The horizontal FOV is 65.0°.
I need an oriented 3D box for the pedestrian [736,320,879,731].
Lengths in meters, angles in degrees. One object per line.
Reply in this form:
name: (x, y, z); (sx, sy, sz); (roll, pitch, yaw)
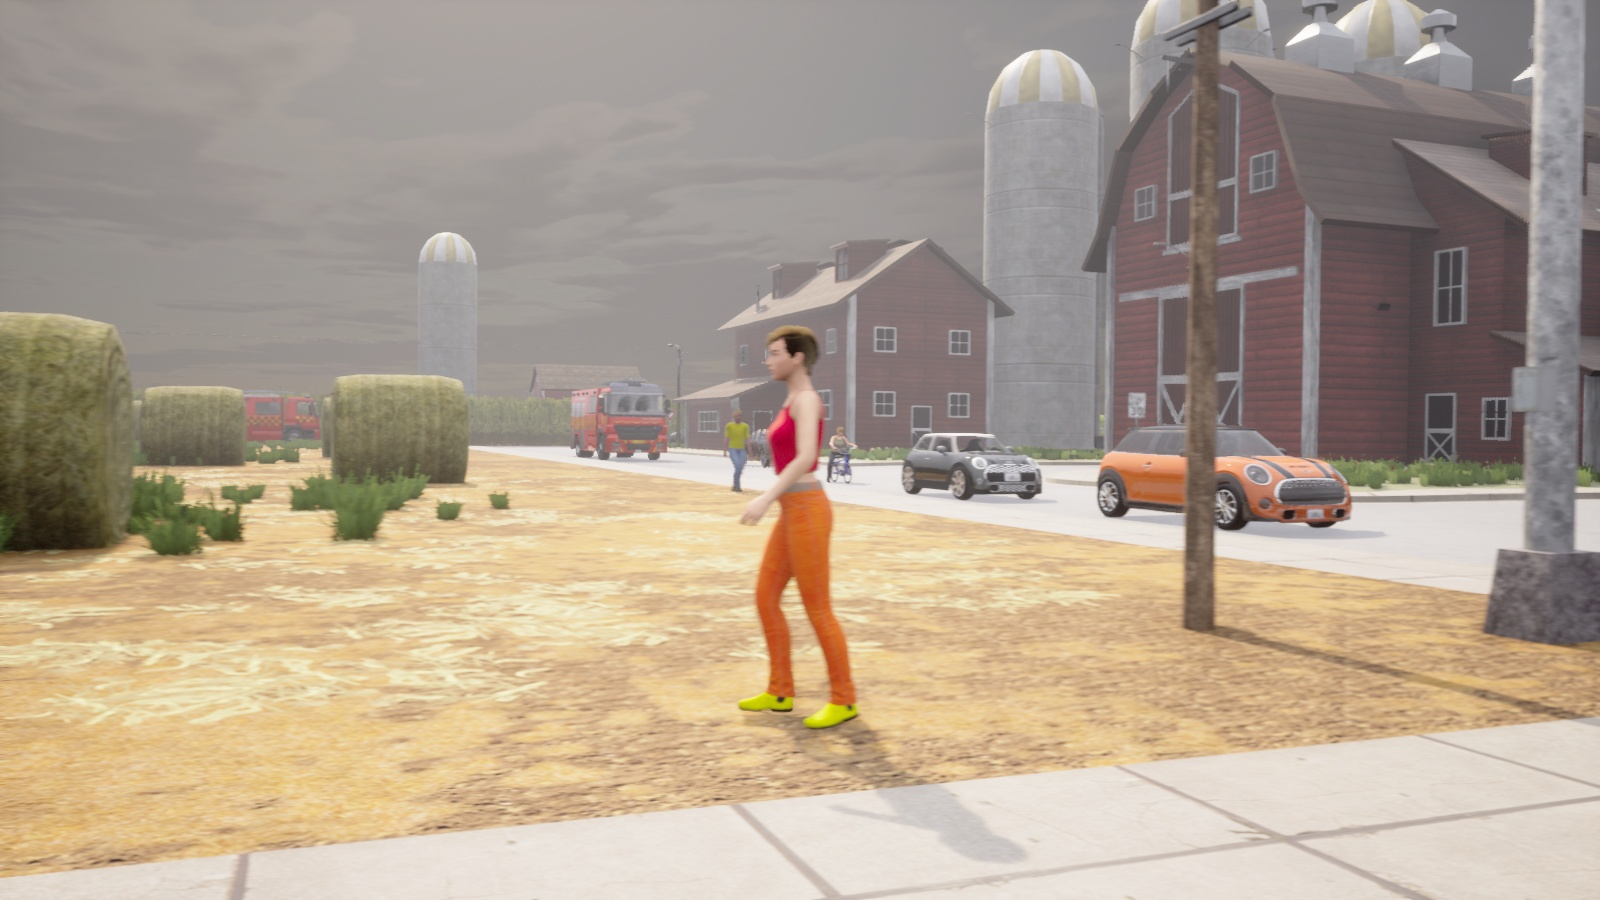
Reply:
pedestrian: (0.029, 0.333, 5.827); (0.594, 1.836, 0.345); (-1, 1, -9)

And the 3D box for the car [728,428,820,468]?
car: (-1.119, -0.099, 51.039); (2.128, 1.511, 4.902); (-1, 1, -22)

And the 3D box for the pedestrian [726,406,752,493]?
pedestrian: (-1.322, -0.013, 27.046); (0.354, 1.836, 0.706); (-1, 1, -20)

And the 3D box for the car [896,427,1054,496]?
car: (3.964, 0.221, 29.042); (1.970, 1.475, 3.806); (-1, 1, -22)

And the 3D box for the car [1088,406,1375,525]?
car: (7.103, 0.203, 21.241); (2.097, 1.767, 4.553); (-1, 1, -22)

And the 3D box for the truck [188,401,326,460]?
truck: (-36.936, -1.363, 85.710); (8.468, 3.827, 2.891); (-1, 1, -21)

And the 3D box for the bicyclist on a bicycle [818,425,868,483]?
bicyclist on a bicycle: (1.221, 0.111, 35.838); (0.866, 1.612, 1.509); (-1, 1, -22)

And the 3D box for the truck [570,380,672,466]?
truck: (-8.777, -1.286, 60.650); (2.891, 3.827, 8.468); (-1, 1, -22)
